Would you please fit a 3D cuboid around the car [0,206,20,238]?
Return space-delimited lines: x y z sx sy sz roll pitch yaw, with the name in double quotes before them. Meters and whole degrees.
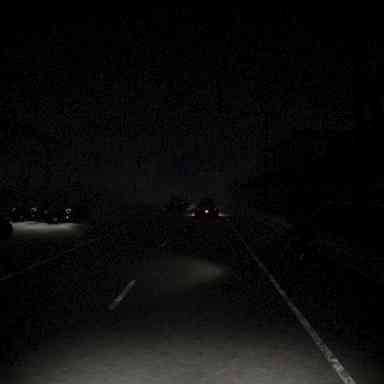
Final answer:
"car" -10.033 1.559 14.966 1.994 1.385 4.181 0 0 3

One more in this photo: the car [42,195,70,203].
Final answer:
"car" -27.861 1.440 68.364 2.038 1.542 4.974 0 0 31

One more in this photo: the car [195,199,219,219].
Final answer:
"car" 1.292 1.557 29.086 1.994 1.385 4.181 0 0 2

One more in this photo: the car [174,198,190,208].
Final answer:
"car" -1.412 1.555 48.680 1.994 1.385 4.181 0 0 3

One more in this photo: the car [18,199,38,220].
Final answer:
"car" -12.963 1.347 27.692 2.097 1.767 4.553 0 0 3

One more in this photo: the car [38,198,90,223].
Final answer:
"car" -9.574 1.347 25.685 2.097 1.767 4.553 0 0 1

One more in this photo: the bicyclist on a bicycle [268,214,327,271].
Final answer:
"bicyclist on a bicycle" 2.984 1.440 9.419 1.656 1.620 0.582 -1 0 2

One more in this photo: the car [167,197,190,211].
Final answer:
"car" -1.761 1.345 39.869 2.097 1.767 4.553 0 0 3
